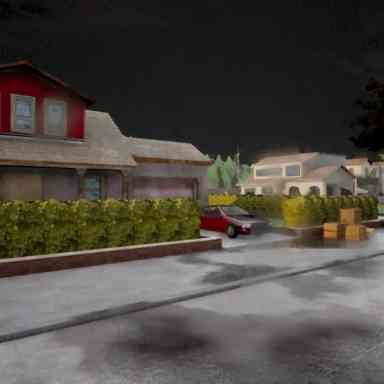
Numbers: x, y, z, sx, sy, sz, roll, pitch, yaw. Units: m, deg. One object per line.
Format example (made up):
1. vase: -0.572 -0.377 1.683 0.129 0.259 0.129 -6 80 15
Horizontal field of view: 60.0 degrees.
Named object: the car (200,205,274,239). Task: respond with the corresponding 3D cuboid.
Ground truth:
1. car: 1.536 1.354 16.530 2.033 1.415 5.357 0 0 -33
